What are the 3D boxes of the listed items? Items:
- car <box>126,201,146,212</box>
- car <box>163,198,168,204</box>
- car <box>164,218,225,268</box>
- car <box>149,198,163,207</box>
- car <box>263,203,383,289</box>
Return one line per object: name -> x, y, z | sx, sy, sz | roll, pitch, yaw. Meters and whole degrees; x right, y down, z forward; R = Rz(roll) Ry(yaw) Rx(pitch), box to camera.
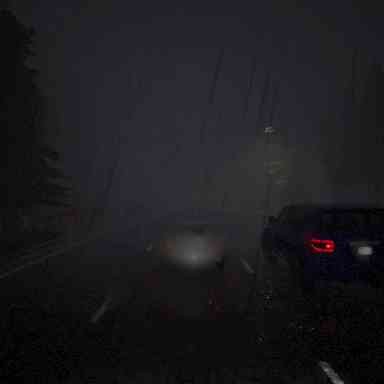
car -> -7.362, 1.919, 43.880 | 1.994, 1.385, 4.181 | 0, 0, 3
car -> -7.022, 2.152, 80.628 | 1.837, 1.490, 4.892 | 0, 0, 0
car -> 0.070, 1.620, 11.543 | 1.812, 1.442, 4.674 | 0, 0, 0
car -> -6.907, 2.100, 61.700 | 1.895, 1.301, 4.718 | 0, 0, -1
car -> 3.563, 1.302, 9.491 | 2.150, 2.045, 5.566 | 0, 0, 0
